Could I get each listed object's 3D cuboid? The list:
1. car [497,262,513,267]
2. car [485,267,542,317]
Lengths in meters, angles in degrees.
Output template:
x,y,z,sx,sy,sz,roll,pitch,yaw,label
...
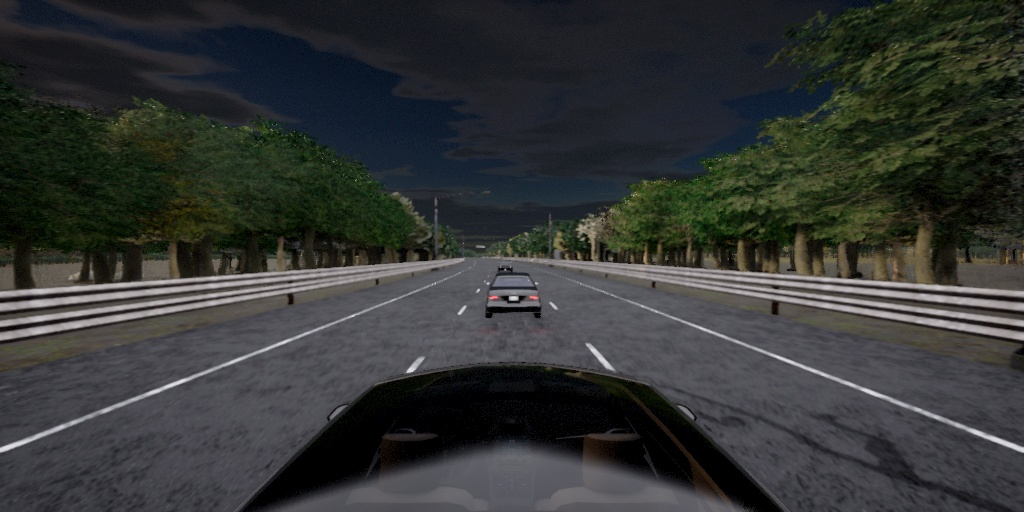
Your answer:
x,y,z,sx,sy,sz,roll,pitch,yaw,label
-0.872,1.338,44.866,1.895,1.301,4.718,0,0,-2,car
0.020,1.293,13.045,2.033,1.411,5.357,0,0,-1,car
